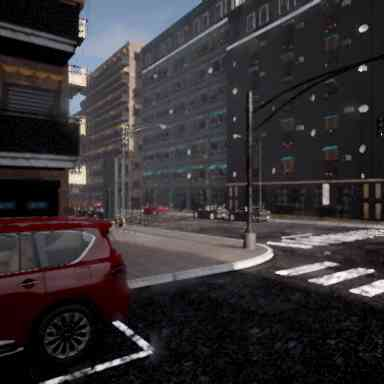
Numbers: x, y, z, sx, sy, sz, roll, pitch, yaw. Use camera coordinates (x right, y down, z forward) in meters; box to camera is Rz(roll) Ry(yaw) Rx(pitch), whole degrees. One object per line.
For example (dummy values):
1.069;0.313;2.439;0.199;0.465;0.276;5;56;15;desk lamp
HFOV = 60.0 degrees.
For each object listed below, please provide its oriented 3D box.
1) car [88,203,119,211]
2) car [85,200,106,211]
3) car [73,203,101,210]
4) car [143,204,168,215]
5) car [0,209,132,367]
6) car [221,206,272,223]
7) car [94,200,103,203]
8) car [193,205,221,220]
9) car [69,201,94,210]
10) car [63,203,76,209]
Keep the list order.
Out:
-8.572;2.156;33.875;2.008;1.369;4.403;-1;0;-36;car
-17.992;2.484;61.646;2.192;1.841;5.009;-2;0;-36;car
-11.850;2.283;38.453;1.947;1.339;4.313;-1;0;-36;car
-4.798;2.255;43.264;1.887;1.381;4.507;-1;0;-36;car
-3.237;1.315;4.251;5.009;1.841;2.192;0;0;-35;car
5.071;1.931;29.677;2.008;1.369;4.403;-1;0;-36;car
-14.706;2.598;57.067;1.887;1.381;4.507;-2;0;-36;car
1.844;2.039;34.168;2.008;1.369;4.403;-1;0;-36;car
-14.998;2.146;43.132;2.192;1.841;5.009;-1;0;-36;car
-27.818;3.100;75.377;1.802;1.307;4.206;-2;0;-36;car
